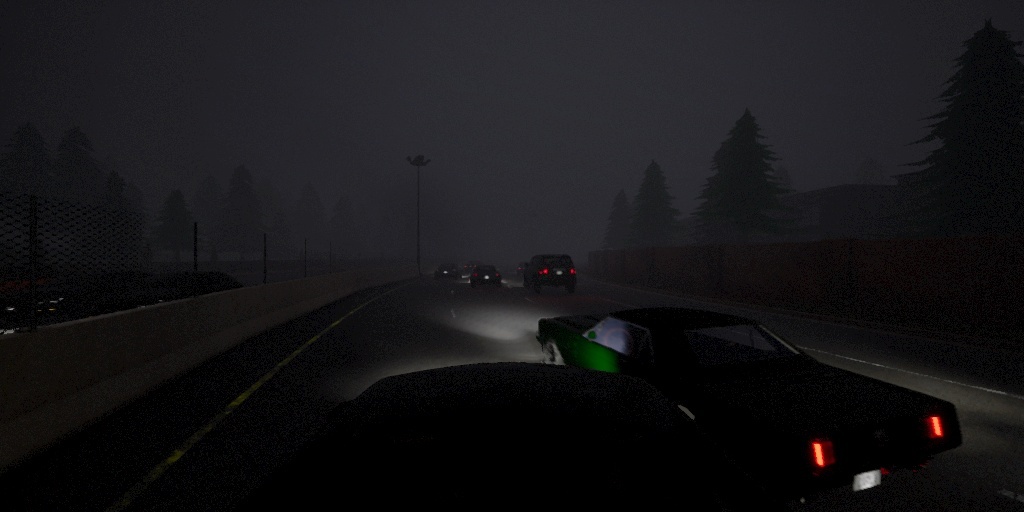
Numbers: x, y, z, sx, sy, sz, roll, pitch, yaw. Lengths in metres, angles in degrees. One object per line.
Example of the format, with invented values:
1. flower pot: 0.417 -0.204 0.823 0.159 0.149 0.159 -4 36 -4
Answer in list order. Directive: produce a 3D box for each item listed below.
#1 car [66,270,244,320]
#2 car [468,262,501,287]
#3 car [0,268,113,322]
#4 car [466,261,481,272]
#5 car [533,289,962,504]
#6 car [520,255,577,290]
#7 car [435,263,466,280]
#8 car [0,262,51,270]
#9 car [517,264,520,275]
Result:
1. car: -10.727 1.255 11.595 1.837 1.490 4.892 0 0 -11
2. car: -1.765 1.312 24.356 1.994 1.385 4.181 0 0 -5
3. car: -14.463 1.255 12.447 1.837 1.490 4.892 0 0 -10
4. car: -4.638 1.295 45.321 2.033 1.411 5.357 0 0 8
5. car: 1.953 1.350 4.756 1.895 1.301 4.718 0 0 -17
6. car: 2.060 0.966 20.769 2.150 2.045 5.566 0 -1 -7
7. car: -5.540 1.312 31.666 1.994 1.385 4.181 0 0 -2
8. car: -17.902 1.102 11.969 2.097 1.767 4.553 0 0 -10
9. car: 1.577 1.295 38.429 2.033 1.411 5.357 0 0 5
